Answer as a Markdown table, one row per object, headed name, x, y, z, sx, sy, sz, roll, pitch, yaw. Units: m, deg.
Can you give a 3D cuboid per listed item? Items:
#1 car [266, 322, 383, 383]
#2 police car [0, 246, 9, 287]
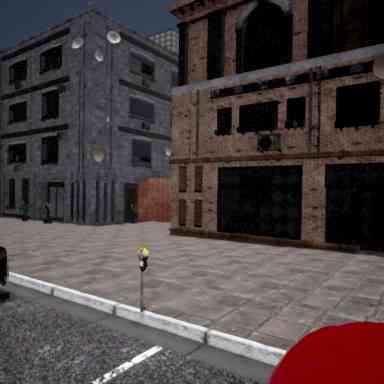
| name | x | y | z | sx | sy | sz | roll | pitch | yaw |
| --- | --- | --- | --- | --- | --- | --- | --- | --- | --- |
| car | 2.582 | 1.316 | 0.964 | 5.009 | 1.841 | 2.192 | 0 | 1 | 36 |
| police car | -6.289 | 1.421 | 7.769 | 5.238 | 1.638 | 1.930 | 0 | 0 | 36 |
